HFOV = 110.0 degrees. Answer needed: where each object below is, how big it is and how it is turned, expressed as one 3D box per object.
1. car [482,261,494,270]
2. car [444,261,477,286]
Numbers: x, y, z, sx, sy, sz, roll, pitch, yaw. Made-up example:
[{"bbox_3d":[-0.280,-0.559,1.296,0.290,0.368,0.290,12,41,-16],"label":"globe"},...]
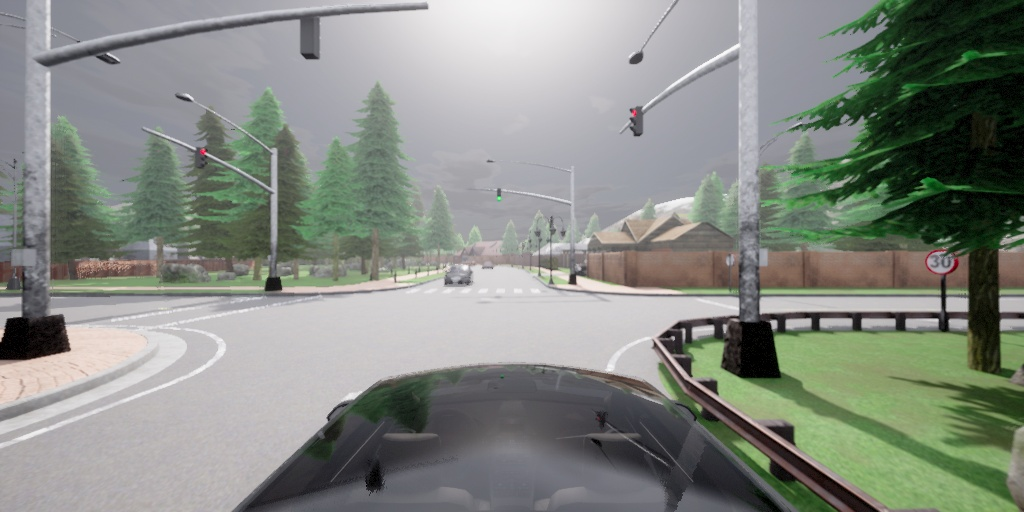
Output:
[{"bbox_3d":[-3.972,1.644,59.883,1.812,1.442,4.674,0,1,-6],"label":"car"},{"bbox_3d":[-3.856,1.416,26.675,2.128,1.511,4.902,0,1,-1],"label":"car"}]
